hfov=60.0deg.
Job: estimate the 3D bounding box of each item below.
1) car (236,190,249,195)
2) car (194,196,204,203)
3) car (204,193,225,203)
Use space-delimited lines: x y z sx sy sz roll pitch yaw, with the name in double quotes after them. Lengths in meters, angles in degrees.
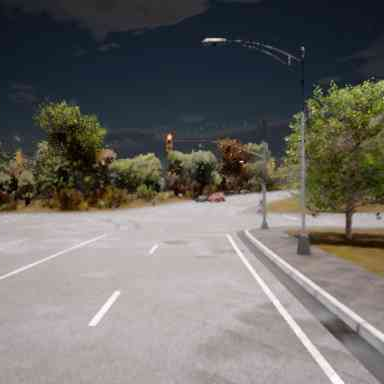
12.817 0.221 84.367 2.097 1.767 4.553 0 3 33 "car"
2.302 1.571 72.692 2.033 1.411 5.357 0 3 25 "car"
5.278 1.258 70.803 2.150 2.045 5.566 0 3 25 "car"
